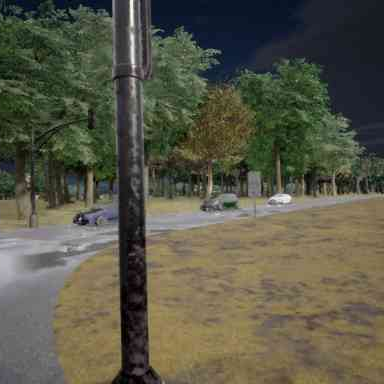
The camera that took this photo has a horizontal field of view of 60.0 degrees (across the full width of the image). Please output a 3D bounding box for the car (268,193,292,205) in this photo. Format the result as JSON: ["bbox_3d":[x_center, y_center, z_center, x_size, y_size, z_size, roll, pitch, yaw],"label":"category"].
[{"bbox_3d":[11.475,0.906,43.197,1.812,1.442,4.674,-3,-1,38],"label":"car"}]

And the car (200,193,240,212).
[{"bbox_3d":[2.698,0.949,31.694,2.097,1.767,4.553,-3,-1,37],"label":"car"}]

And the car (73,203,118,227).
[{"bbox_3d":[-5.367,1.376,21.109,1.994,1.385,4.181,-3,-1,37],"label":"car"}]
